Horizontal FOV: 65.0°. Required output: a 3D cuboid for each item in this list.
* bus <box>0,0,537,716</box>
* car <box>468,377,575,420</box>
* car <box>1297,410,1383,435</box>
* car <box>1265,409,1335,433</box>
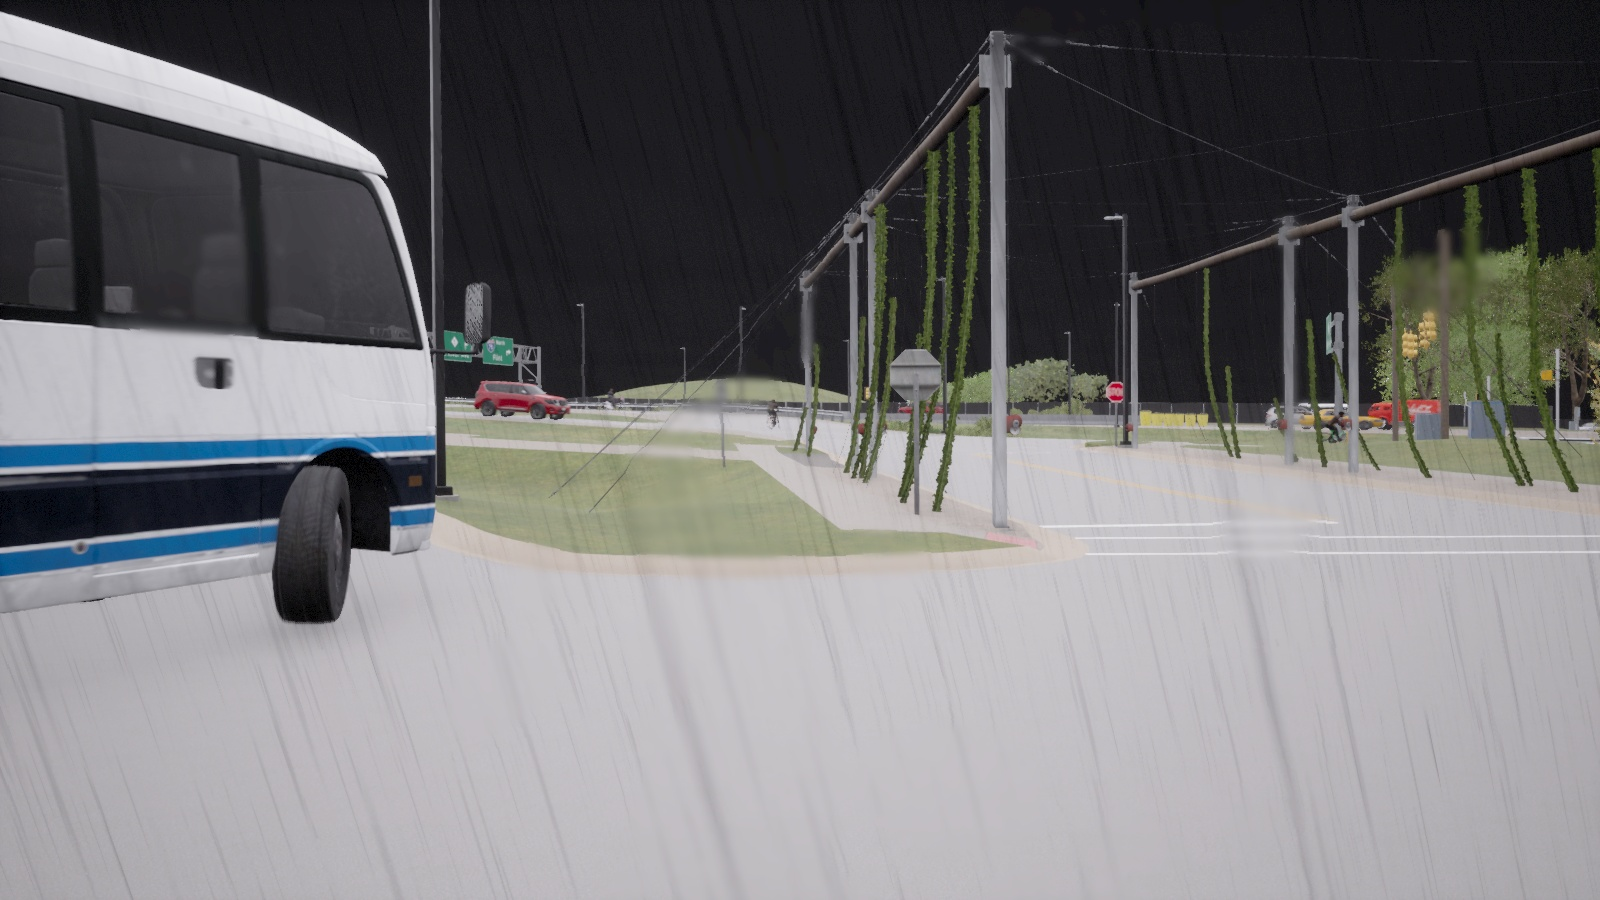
[{"bbox_3d":[-6.251,-0.715,7.764,3.944,4.253,10.273,3,2,21],"label":"bus"},{"bbox_3d":[-15.847,-2.930,71.396,5.566,2.045,2.150,4,2,21],"label":"car"},{"bbox_3d":[37.555,-1.907,87.544,5.366,1.575,1.801,2,1,20],"label":"car"},{"bbox_3d":[36.440,-2.113,91.663,4.611,1.667,2.242,2,1,20],"label":"car"}]
